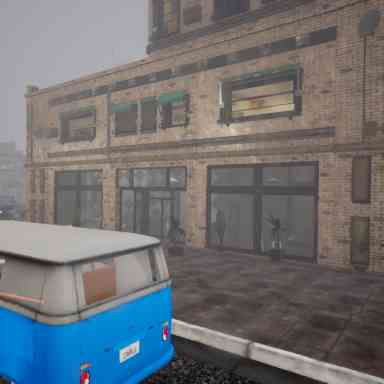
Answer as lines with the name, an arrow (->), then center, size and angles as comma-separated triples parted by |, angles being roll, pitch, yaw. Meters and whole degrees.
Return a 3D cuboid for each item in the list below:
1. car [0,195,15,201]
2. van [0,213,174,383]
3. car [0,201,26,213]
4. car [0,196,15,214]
car -> -20.530, 1.349, 33.258 | 2.150, 2.045, 5.566 | 1, 0, 36
van -> -2.124, 1.340, 4.363 | 3.998, 1.788, 1.690 | 0, 1, 35
car -> -15.307, 1.793, 30.607 | 1.947, 1.339, 4.313 | 0, 0, 36
car -> -22.069, 1.411, 35.552 | 2.192, 1.841, 5.009 | 0, 0, 36
